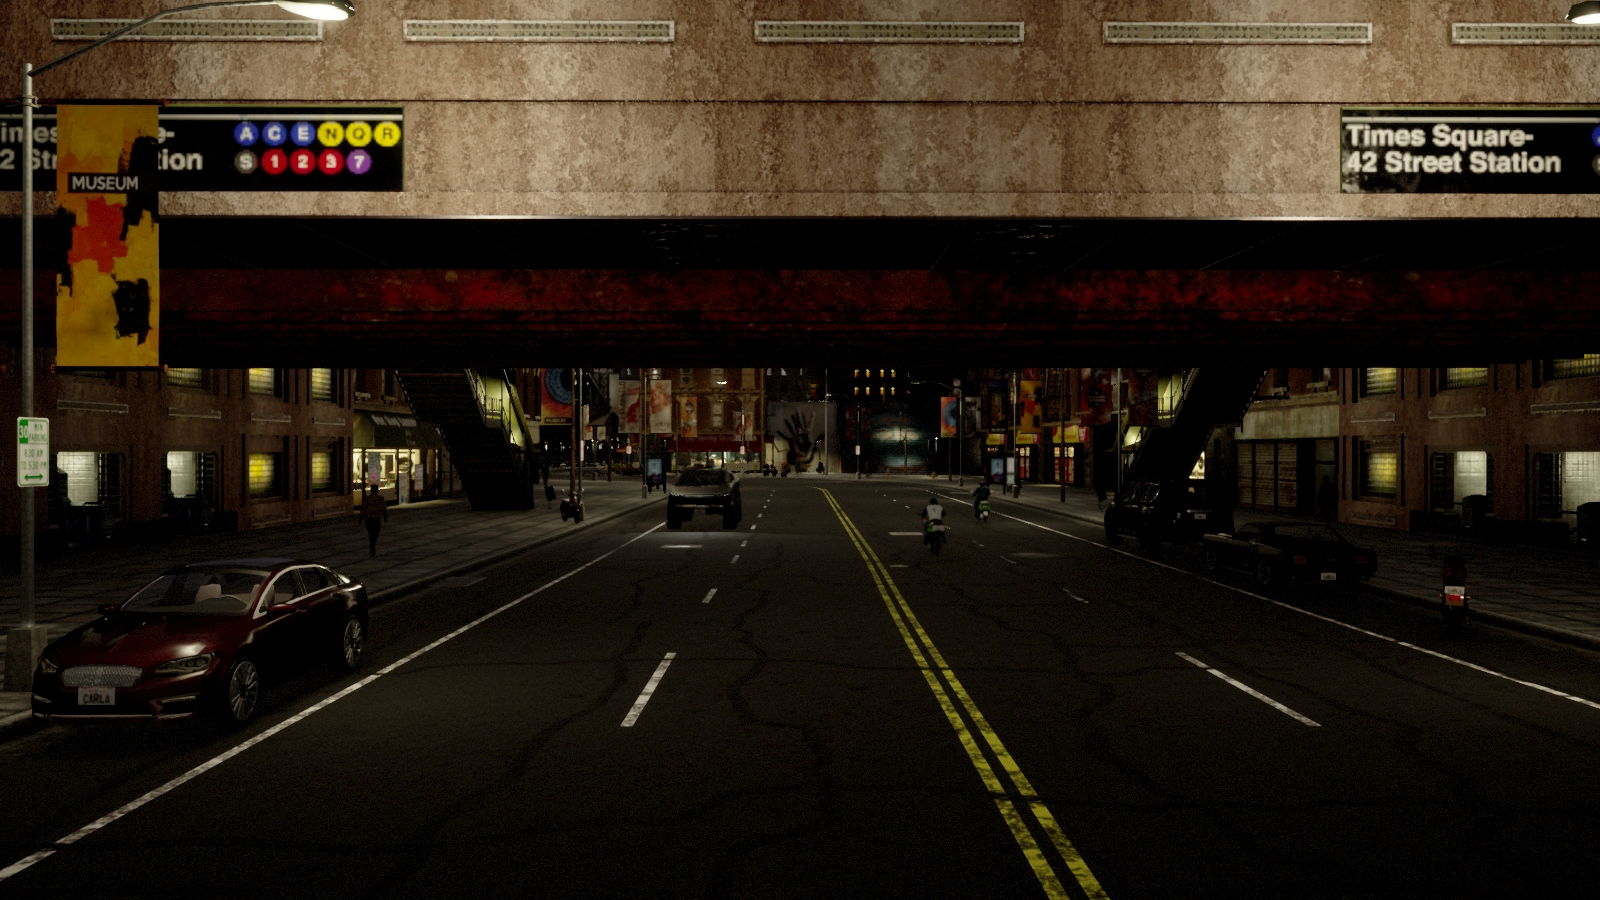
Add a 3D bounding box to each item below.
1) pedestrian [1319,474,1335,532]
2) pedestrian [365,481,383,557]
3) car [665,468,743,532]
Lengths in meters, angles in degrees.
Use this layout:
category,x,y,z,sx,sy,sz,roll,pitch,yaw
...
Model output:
category,x,y,z,sx,sy,sz,roll,pitch,yaw
pedestrian,17.038,1.699,36.958,0.375,1.860,0.375,0,0,5
pedestrian,-10.575,1.696,28.360,0.375,1.860,0.375,0,0,-13
car,-3.441,1.753,42.254,2.390,2.098,6.274,0,0,0
